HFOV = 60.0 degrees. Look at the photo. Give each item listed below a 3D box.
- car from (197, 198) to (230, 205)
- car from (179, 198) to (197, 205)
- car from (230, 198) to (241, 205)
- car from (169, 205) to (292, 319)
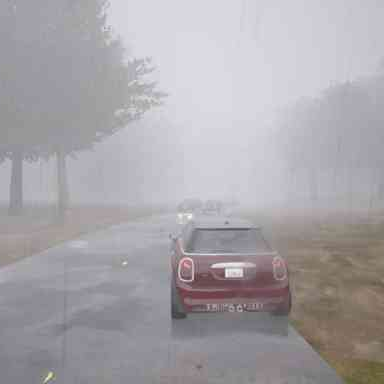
[{"bbox_3d":[2.394,1.542,35.852,2.033,1.411,5.357,0,0,14],"label":"car"},{"bbox_3d":[-0.163,1.487,38.012,2.128,1.511,4.902,0,0,15],"label":"car"},{"bbox_3d":[5.381,1.532,45.731,1.895,1.301,4.718,0,1,22],"label":"car"},{"bbox_3d":[0.565,1.352,7.599,2.097,1.767,4.553,0,0,-3],"label":"car"}]
